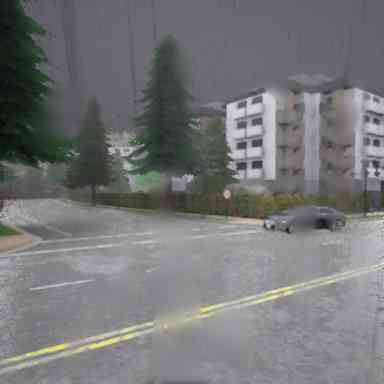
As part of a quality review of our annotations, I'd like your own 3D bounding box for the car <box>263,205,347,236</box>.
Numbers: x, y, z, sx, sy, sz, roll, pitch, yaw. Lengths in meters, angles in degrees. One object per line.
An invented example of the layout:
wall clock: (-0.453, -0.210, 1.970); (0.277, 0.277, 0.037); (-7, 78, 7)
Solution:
car: (6.219, 1.495, 18.238); (4.902, 1.511, 2.128); (0, 0, -24)
